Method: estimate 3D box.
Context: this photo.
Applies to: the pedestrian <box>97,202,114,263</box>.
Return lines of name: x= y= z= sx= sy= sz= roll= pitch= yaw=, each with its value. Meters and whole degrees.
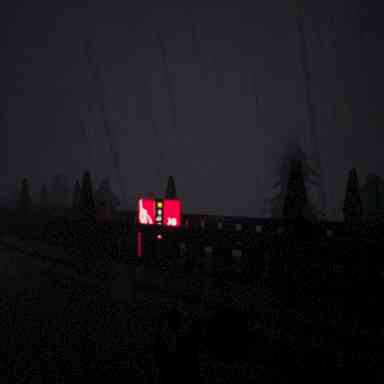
pedestrian: x=-2.615 y=1.141 z=9.806 sx=0.375 sy=1.860 sz=0.375 roll=0 pitch=0 yaw=41

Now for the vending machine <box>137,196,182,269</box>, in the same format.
vending machine: x=-1.009 y=1.195 z=10.380 sx=0.880 sy=2.100 sz=1.100 roll=0 pitch=0 yaw=41
